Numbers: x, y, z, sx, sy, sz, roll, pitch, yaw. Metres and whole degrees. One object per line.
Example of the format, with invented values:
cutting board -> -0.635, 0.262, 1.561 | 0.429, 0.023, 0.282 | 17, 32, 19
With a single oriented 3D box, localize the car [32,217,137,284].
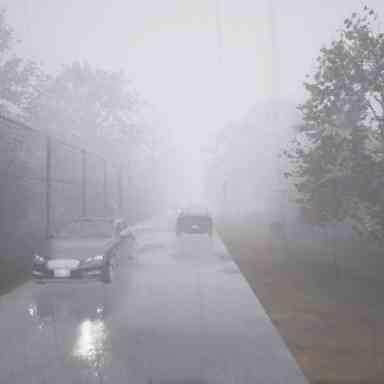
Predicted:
car -> -2.837, 1.517, 9.724 | 2.128, 1.511, 4.902 | 0, 0, 0

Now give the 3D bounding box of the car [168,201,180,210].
car -> -2.584, 2.156, 52.733 | 1.812, 1.442, 4.674 | 0, -1, 1

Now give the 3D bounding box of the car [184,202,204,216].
car -> 0.219, 1.904, 37.459 | 2.033, 1.411, 5.357 | 0, -1, 0

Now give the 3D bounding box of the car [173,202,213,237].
car -> 0.135, 1.570, 18.794 | 1.882, 1.535, 5.008 | 0, -1, 0
